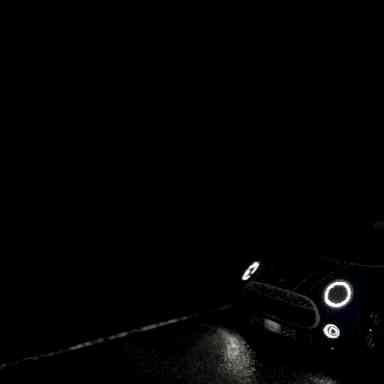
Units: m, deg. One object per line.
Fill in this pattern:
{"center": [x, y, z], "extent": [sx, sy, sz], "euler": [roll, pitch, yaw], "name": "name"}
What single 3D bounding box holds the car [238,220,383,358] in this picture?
{"center": [2.992, 1.346, 6.122], "extent": [4.553, 1.767, 2.097], "euler": [0, 0, -35], "name": "car"}
